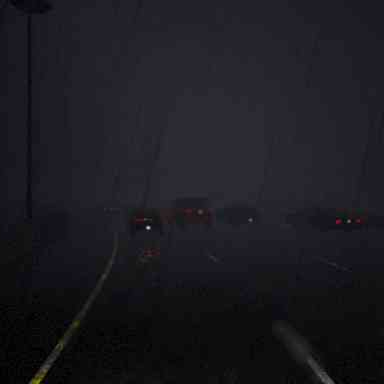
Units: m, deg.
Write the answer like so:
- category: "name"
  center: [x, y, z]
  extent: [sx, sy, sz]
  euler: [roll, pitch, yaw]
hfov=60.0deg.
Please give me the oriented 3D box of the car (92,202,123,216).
- category: "car"
  center: [-9.563, 1.825, 36.547]
  extent: [2.033, 1.411, 5.357]
  euler: [0, 0, -28]

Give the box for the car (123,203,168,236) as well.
- category: "car"
  center: [-2.903, 1.646, 19.767]
  extent: [1.837, 1.490, 4.892]
  euler: [0, -1, -15]

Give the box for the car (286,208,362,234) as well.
- category: "car"
  center: [7.830, 1.653, 20.326]
  extent: [2.033, 1.411, 5.357]
  euler: [0, 0, -14]

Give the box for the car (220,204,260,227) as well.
- category: "car"
  center: [3.112, 1.638, 23.962]
  extent: [2.128, 1.511, 4.902]
  euler: [0, 0, -17]

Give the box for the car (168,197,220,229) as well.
- category: "car"
  center: [-0.284, 1.374, 23.417]
  extent: [2.150, 2.045, 5.566]
  euler: [0, -1, -18]

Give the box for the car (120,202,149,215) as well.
- category: "car"
  center: [-6.662, 1.879, 38.379]
  extent: [1.895, 1.301, 4.718]
  euler: [0, 0, -29]
